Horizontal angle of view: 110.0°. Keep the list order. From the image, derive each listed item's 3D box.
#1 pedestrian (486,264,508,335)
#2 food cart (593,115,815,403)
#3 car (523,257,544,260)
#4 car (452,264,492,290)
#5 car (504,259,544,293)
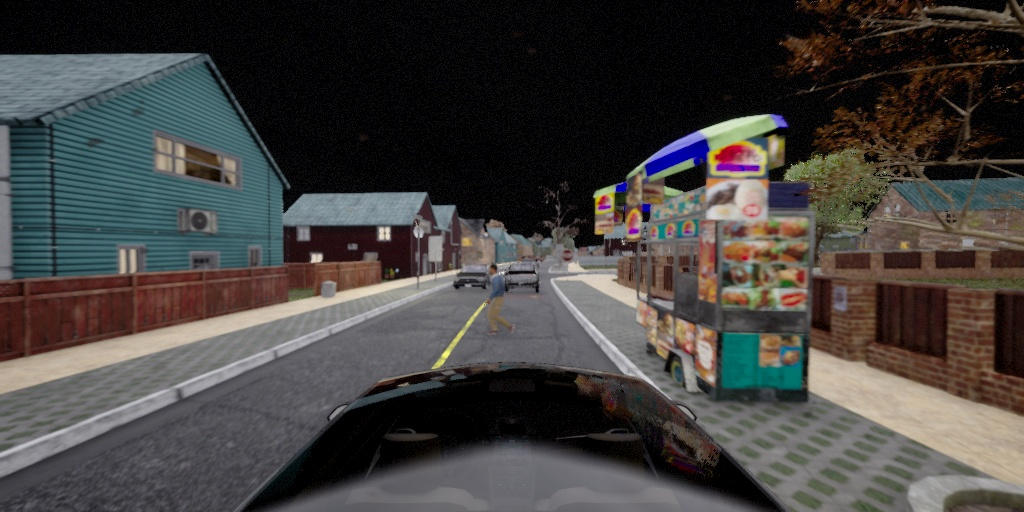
[{"bbox_3d":[-0.373,1.004,8.790,0.375,1.860,0.375,-1,1,2],"label":"pedestrian"},{"bbox_3d":[3.048,0.192,6.253,2.280,3.560,4.660,0,0,1],"label":"food cart"},{"bbox_3d":[1.793,1.111,34.917,2.033,1.411,5.357,0,0,6],"label":"car"},{"bbox_3d":[-2.128,1.183,21.536,2.033,1.411,5.357,0,0,4],"label":"car"},{"bbox_3d":[0.617,1.138,20.015,2.128,1.511,4.902,0,0,4],"label":"car"}]
